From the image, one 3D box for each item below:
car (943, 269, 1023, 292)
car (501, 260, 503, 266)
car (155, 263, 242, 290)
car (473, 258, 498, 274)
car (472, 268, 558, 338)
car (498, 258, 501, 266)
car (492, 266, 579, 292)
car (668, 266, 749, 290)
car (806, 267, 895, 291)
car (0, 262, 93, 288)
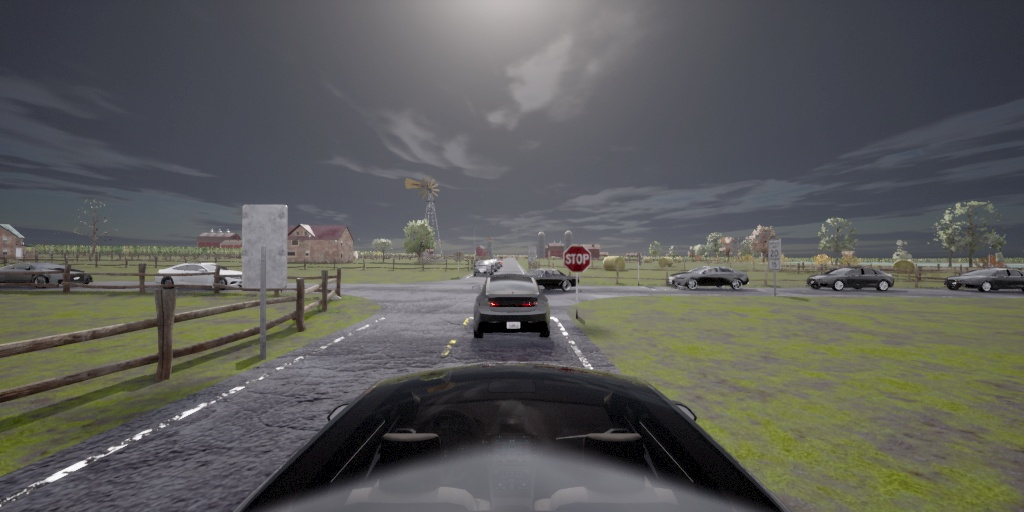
[{"bbox_3d":[31.704,1.587,23.768,4.892,1.490,1.837,1,-1,-1],"label":"car"},{"bbox_3d":[-2.817,1.240,55.879,2.128,1.511,4.902,0,0,0],"label":"car"},{"bbox_3d":[-17.242,1.103,20.162,4.674,1.442,1.812,1,-1,-1],"label":"car"},{"bbox_3d":[-2.856,1.243,36.891,2.128,1.511,4.902,0,0,0],"label":"car"},{"bbox_3d":[-0.073,1.256,10.204,1.837,1.490,4.892,0,0,-3],"label":"car"},{"bbox_3d":[-2.849,1.241,46.337,2.128,1.511,4.902,0,0,0],"label":"car"},{"bbox_3d":[1.501,1.369,20.250,4.718,1.301,1.895,1,0,-35],"label":"car"},{"bbox_3d":[12.800,1.397,23.478,4.902,1.511,2.128,1,-1,-2],"label":"car"},{"bbox_3d":[22.201,1.499,23.648,4.892,1.490,1.837,1,-1,-1],"label":"car"},{"bbox_3d":[-26.362,1.048,20.041,4.181,1.385,1.994,1,-1,-1],"label":"car"}]
